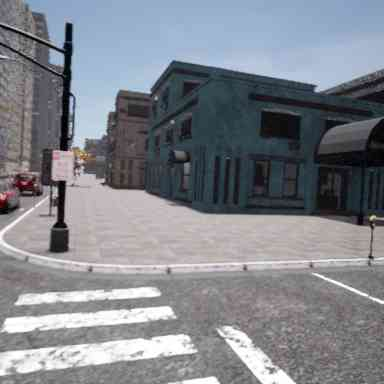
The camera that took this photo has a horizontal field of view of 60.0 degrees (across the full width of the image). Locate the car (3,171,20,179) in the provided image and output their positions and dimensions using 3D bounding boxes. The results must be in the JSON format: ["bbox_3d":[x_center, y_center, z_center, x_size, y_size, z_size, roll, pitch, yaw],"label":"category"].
[{"bbox_3d":[-34.020,-3.249,62.913,2.008,1.369,4.403,4,2,-18],"label":"car"}]

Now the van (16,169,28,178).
[{"bbox_3d":[-37.547,-4.149,73.664,1.690,1.788,3.998,4,2,-18],"label":"van"}]

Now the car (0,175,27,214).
[{"bbox_3d":[-10.136,0.114,17.172,1.967,1.590,4.097,4,2,-18],"label":"car"}]

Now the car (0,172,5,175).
[{"bbox_3d":[-30.479,-2.543,52.155,1.947,1.339,4.313,4,2,-18],"label":"car"}]

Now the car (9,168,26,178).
[{"bbox_3d":[-35.773,-3.830,68.284,2.192,1.841,5.009,4,2,-18],"label":"car"}]

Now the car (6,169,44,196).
[{"bbox_3d":[-13.669,-0.701,27.926,2.192,1.841,5.009,4,2,-18],"label":"car"}]
